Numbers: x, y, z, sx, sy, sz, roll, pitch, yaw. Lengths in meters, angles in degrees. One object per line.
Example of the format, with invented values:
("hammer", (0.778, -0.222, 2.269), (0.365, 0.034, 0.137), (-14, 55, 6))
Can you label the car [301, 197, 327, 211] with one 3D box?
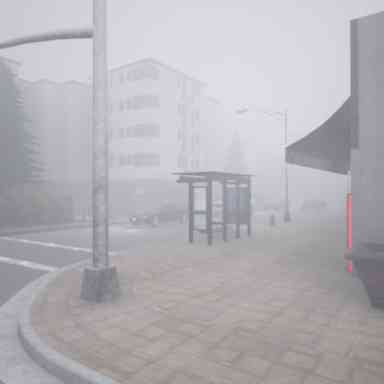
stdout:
("car", (13.999, 1.388, 38.015), (1.837, 1.490, 4.892), (0, 0, 36))

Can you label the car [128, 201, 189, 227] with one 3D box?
("car", (-2.060, 1.410, 21.989), (1.837, 1.490, 4.892), (0, 0, 36))

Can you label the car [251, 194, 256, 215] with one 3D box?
("car", (3.824, 1.126, 30.172), (2.150, 2.045, 5.566), (0, 0, 36))

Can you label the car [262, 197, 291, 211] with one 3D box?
("car", (9.768, 1.382, 38.386), (1.882, 1.535, 5.008), (0, 0, 36))
